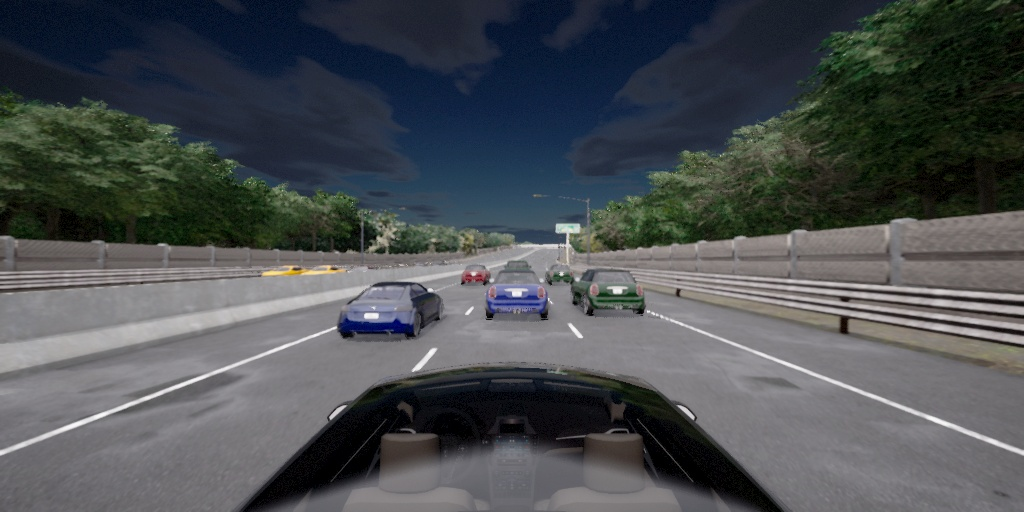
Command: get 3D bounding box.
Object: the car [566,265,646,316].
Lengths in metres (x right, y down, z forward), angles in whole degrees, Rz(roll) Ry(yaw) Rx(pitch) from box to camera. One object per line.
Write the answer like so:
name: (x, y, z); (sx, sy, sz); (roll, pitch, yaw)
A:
car: (3.694, 1.283, 14.583); (2.097, 1.767, 4.553); (0, -1, 1)

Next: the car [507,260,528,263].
car: (0.480, 1.370, 29.997); (2.150, 2.045, 5.566); (0, -1, 1)

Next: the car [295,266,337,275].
car: (-17.143, 1.653, 32.825); (1.882, 1.535, 5.008); (0, -1, 2)

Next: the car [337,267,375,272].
car: (-13.646, 1.701, 32.656); (1.812, 1.442, 4.674); (0, -1, 2)

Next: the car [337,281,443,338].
car: (-3.353, 1.437, 10.613); (1.994, 1.385, 4.181); (0, -1, 1)

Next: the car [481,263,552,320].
car: (0.182, 1.269, 13.662); (2.097, 1.767, 4.553); (0, -1, 1)

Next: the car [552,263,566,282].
car: (4.003, 1.513, 30.702); (2.097, 1.767, 4.553); (0, -1, 2)

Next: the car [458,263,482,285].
car: (-2.998, 1.509, 30.766); (2.097, 1.767, 4.553); (0, -1, 1)

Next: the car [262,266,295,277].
car: (-20.639, 1.653, 32.985); (1.882, 1.535, 5.008); (0, -1, 2)
